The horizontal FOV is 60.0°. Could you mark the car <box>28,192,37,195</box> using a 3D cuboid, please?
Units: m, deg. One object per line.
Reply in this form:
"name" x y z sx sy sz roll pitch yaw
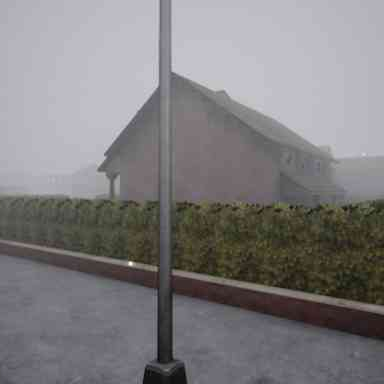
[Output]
"car" -33.518 0.849 70.190 3.866 1.878 1.905 0 0 36
